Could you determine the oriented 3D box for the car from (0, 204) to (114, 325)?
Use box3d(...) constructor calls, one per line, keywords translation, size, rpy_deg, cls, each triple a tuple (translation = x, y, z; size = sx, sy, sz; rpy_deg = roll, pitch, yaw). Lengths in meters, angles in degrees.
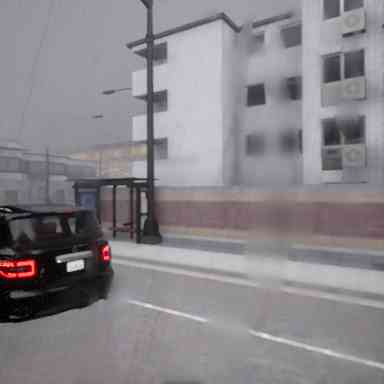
box3d(translation=(-4.016, 1.267, 6.763), size=(5.566, 2.045, 2.150), rpy_deg=(0, 0, 35), cls="car")
